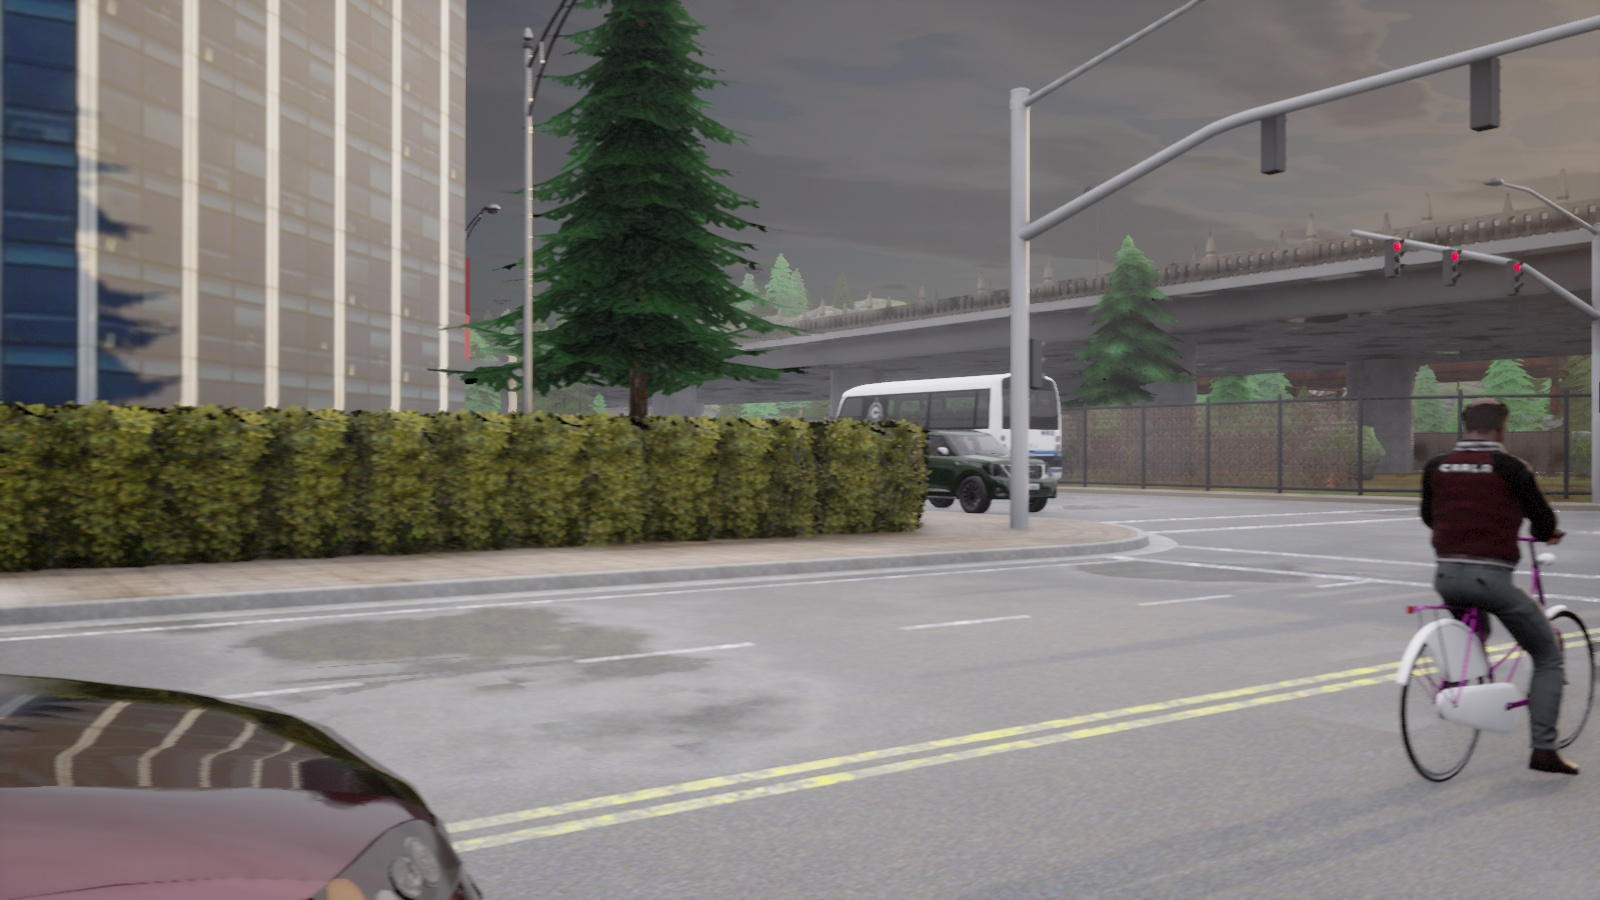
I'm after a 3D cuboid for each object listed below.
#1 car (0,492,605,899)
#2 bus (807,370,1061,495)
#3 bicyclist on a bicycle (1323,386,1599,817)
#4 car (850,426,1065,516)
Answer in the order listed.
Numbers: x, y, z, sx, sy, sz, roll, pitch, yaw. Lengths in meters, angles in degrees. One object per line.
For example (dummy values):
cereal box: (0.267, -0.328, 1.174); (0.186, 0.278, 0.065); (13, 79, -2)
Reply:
car: (-2.628, 0.818, 1.829); (4.181, 1.385, 1.994); (0, 0, -35)
bus: (4.842, -0.579, 48.215); (3.944, 4.253, 10.273); (0, 0, -35)
bicyclist on a bicycle: (3.330, 0.623, 5.977); (1.843, 1.776, 0.659); (0, 0, -35)
car: (3.779, 0.477, 31.315); (2.150, 2.045, 5.566); (0, 0, -35)
